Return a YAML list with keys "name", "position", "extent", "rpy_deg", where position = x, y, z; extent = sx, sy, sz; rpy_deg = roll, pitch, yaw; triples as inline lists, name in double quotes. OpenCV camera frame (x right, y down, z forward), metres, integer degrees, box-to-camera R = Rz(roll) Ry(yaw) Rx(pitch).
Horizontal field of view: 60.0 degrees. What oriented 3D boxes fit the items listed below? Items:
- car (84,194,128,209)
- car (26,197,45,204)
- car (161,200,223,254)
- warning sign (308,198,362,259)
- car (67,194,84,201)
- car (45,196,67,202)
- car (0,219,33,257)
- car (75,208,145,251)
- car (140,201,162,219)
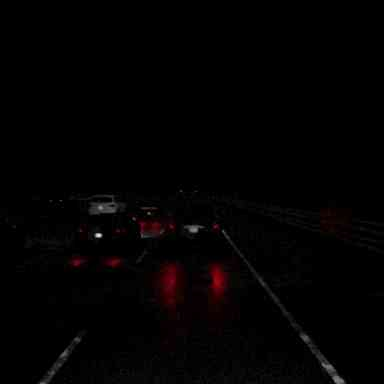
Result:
- name: "car"
  position: [-6.921, 1.244, 27.978]
  extent: [2.150, 2.045, 5.566]
  rpy_deg: [0, 0, 1]
- name: "car"
  position: [-24.529, 1.555, 52.914]
  extent: [1.882, 1.535, 5.008]
  rpy_deg: [0, 0, 1]
- name: "car"
  position: [0.075, 1.361, 13.704]
  extent: [2.097, 1.767, 4.553]
  rpy_deg: [0, 0, 0]
- name: "warning sign"
  position: [4.555, 1.123, 10.705]
  extent: [1.300, 1.860, 1.060]
  rpy_deg: [0, 0, 0]
- name: "car"
  position: [-17.535, 1.300, 53.477]
  extent: [2.150, 2.045, 5.566]
  rpy_deg: [0, 0, 0]
- name: "car"
  position: [-21.035, 1.430, 53.026]
  extent: [2.097, 1.767, 4.553]
  rpy_deg: [0, 0, 0]
- name: "car"
  position: [-6.949, 1.485, 10.609]
  extent: [1.882, 1.535, 5.008]
  rpy_deg: [0, 0, 0]
- name: "car"
  position: [-3.421, 1.573, 14.212]
  extent: [1.994, 1.385, 4.181]
  rpy_deg: [0, 0, 0]
- name: "car"
  position: [-3.415, 1.514, 29.035]
  extent: [2.128, 1.511, 4.902]
  rpy_deg: [0, 0, 0]
